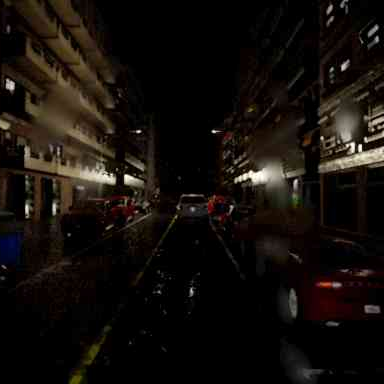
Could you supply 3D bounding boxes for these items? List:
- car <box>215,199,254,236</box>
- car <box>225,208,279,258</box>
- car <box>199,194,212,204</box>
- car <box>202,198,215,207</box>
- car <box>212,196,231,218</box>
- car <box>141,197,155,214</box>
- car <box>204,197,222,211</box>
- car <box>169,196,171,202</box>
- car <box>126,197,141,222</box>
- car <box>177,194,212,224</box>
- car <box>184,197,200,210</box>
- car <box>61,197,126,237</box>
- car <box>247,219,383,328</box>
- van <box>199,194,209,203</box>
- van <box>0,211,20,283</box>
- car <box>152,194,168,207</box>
[{"bbox_3d":[2.558,1.415,18.034,1.967,1.590,4.097,1,0,0],"label":"car"},{"bbox_3d":[2.559,1.525,12.502,1.887,1.381,4.507,1,0,0],"label":"car"},{"bbox_3d":[2.429,1.299,62.285,2.192,1.841,5.009,1,0,0],"label":"car"},{"bbox_3d":[2.446,1.552,51.222,1.802,1.307,4.206,1,0,0],"label":"car"},{"bbox_3d":[2.497,1.281,29.096,2.192,1.841,5.009,1,0,0],"label":"car"},{"bbox_3d":[-5.366,1.531,34.671,1.947,1.339,4.313,1,0,0],"label":"car"},{"bbox_3d":[2.471,1.404,40.159,1.967,1.590,4.097,1,0,0],"label":"car"},{"bbox_3d":[-5.446,1.589,73.386,1.802,1.307,4.206,1,0,0],"label":"car"},{"bbox_3d":[-5.338,1.286,23.608,2.192,1.841,5.009,1,0,0],"label":"car"},{"bbox_3d":[0.051,1.190,24.471,2.150,2.045,5.566,0,0,0],"label":"car"},{"bbox_3d":[0.018,1.442,42.384,1.882,1.535,5.008,0,0,0],"label":"car"},{"bbox_3d":[-5.327,1.291,18.079,2.192,1.841,5.009,1,0,0],"label":"car"},{"bbox_3d":[2.571,1.533,6.973,1.887,1.381,4.507,1,0,0],"label":"car"},{"bbox_3d":[2.417,1.335,67.816,1.690,1.788,3.998,1,0,0],"label":"van"},{"bbox_3d":[-5.305,1.331,7.018,1.690,1.788,3.998,1,0,0],"label":"van"},{"bbox_3d":[-5.394,1.286,51.261,2.192,1.841,5.009,1,0,0],"label":"car"}]
